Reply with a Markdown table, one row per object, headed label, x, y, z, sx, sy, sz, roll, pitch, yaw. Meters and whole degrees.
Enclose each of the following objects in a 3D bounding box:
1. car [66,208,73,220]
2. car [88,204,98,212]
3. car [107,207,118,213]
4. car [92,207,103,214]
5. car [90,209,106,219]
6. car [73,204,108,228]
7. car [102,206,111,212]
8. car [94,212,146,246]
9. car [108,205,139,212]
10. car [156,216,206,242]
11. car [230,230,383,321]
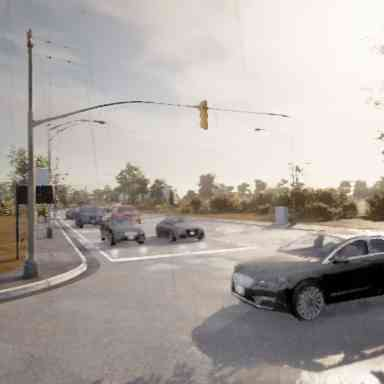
| label | x | y | z | sx | sy | sz | roll | pitch | yaw |
| --- | --- | --- | --- | --- | --- | --- | --- | --- | --- |
| car | -17.956 | 3.267 | 50.636 | 2.097 | 1.767 | 4.553 | 0 | -2 | -24 |
| car | -26.468 | 4.358 | 89.107 | 2.150 | 2.045 | 5.566 | 0 | -2 | -21 |
| car | -19.430 | 4.409 | 80.806 | 1.895 | 1.301 | 4.718 | 0 | -2 | -22 |
| car | -22.651 | 4.377 | 79.436 | 2.033 | 1.411 | 5.357 | 0 | -2 | -22 |
| car | -14.740 | 3.403 | 52.020 | 1.837 | 1.490 | 4.892 | 0 | -2 | -24 |
| car | -10.181 | 2.418 | 32.963 | 2.150 | 2.045 | 5.566 | 0 | -1 | -24 |
| car | -23.177 | 4.609 | 90.308 | 1.812 | 1.442 | 4.674 | 0 | -2 | -21 |
| car | -4.122 | 2.167 | 19.403 | 2.128 | 1.511 | 4.902 | 0 | -2 | -24 |
| car | -6.766 | 2.381 | 33.901 | 2.150 | 2.045 | 5.566 | 0 | -2 | -24 |
| car | -0.782 | 2.205 | 20.508 | 1.994 | 1.385 | 4.181 | 0 | -2 | -24 |
| car | 3.237 | 1.664 | 7.540 | 4.902 | 1.511 | 2.128 | 0 | -2 | -21 |
